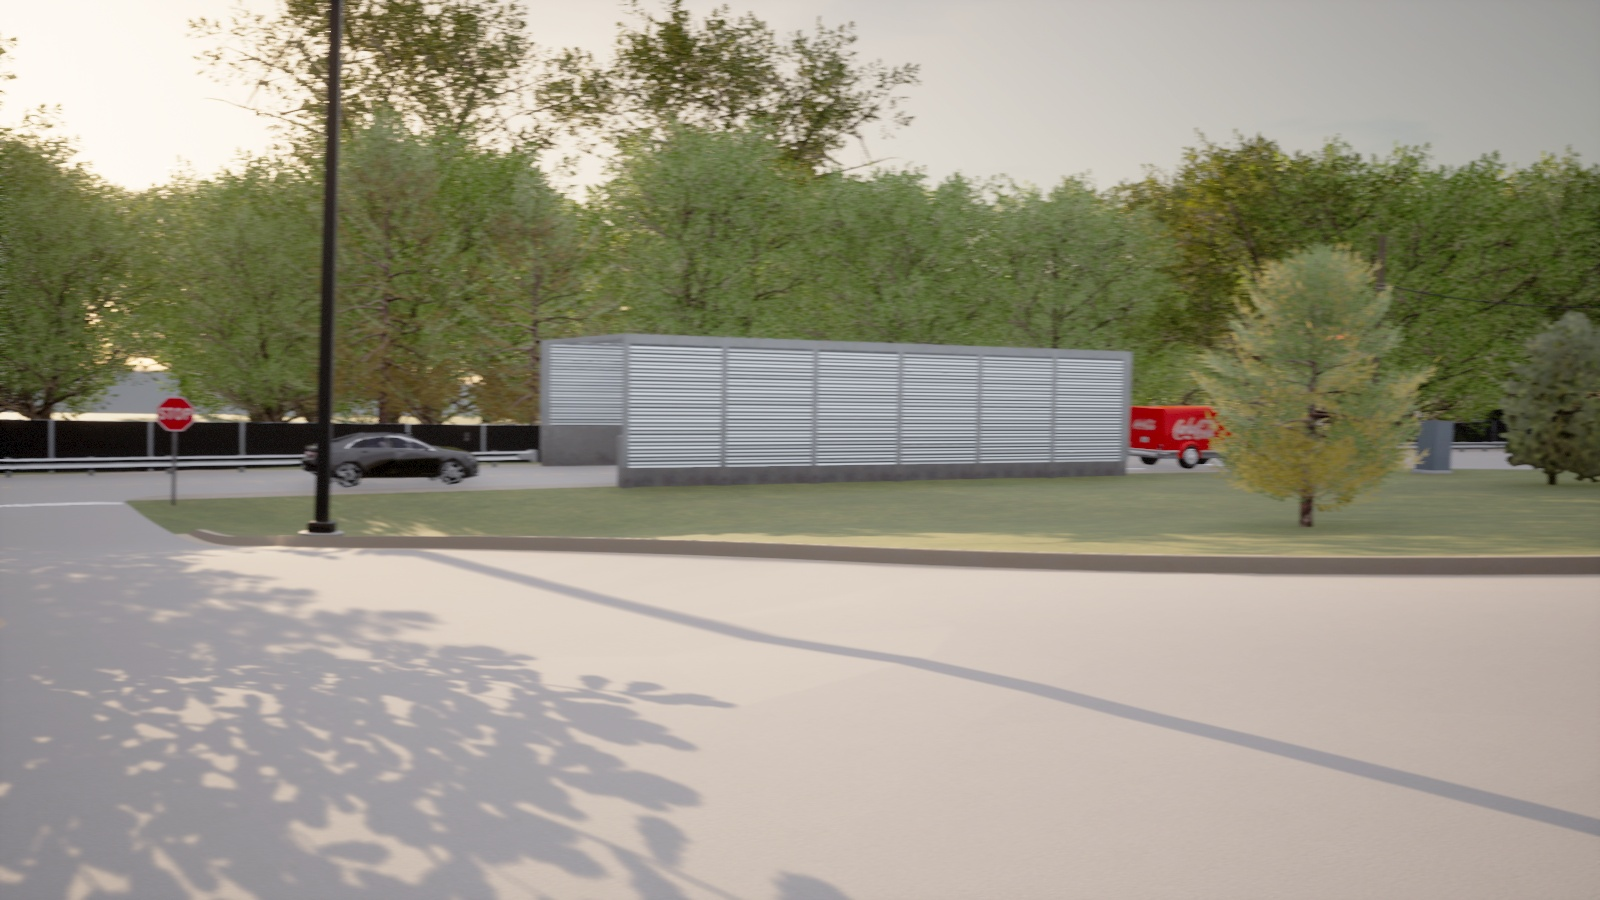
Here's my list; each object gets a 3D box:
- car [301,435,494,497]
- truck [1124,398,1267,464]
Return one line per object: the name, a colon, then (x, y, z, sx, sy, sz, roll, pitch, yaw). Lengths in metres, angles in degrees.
car: (-11.571, 0.407, 36.221, 4.902, 1.511, 2.128, -2, 4, -32)
truck: (16.165, -0.851, 51.314, 5.204, 2.467, 2.627, -2, 4, -28)
